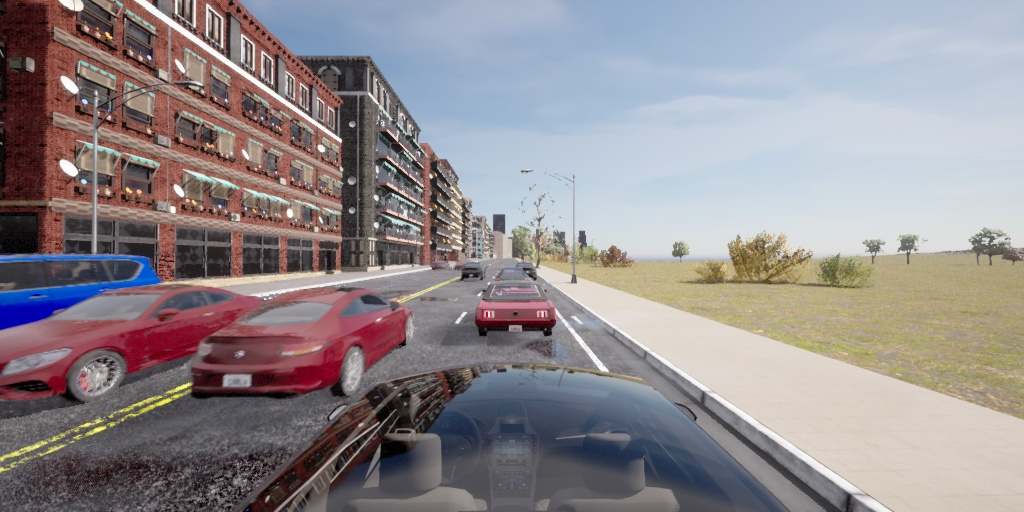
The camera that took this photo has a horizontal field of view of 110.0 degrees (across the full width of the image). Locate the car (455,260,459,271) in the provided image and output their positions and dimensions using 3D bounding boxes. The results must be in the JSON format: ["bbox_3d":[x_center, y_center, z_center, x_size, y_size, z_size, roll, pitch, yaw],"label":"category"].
[{"bbox_3d":[-6.720,1.231,49.636,1.882,1.535,5.008,0,0,0],"label":"car"}]

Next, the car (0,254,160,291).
[{"bbox_3d":[-9.864,0.972,6.781,2.150,2.045,5.566,0,0,0],"label":"car"}]

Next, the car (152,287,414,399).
[{"bbox_3d":[-3.164,1.277,6.422,1.812,1.442,4.674,0,0,0],"label":"car"}]

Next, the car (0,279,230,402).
[{"bbox_3d":[-6.612,1.276,6.511,1.812,1.442,4.674,0,0,0],"label":"car"}]

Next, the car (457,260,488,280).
[{"bbox_3d":[-3.225,1.260,30.792,1.837,1.490,4.892,0,0,0],"label":"car"}]

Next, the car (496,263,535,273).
[{"bbox_3d":[0.044,1.317,20.365,1.994,1.385,4.181,0,0,0],"label":"car"}]

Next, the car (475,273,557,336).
[{"bbox_3d":[0.079,1.352,10.335,1.895,1.301,4.718,0,0,0],"label":"car"}]

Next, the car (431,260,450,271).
[{"bbox_3d":[-9.970,1.317,50.137,1.994,1.385,4.181,0,0,0],"label":"car"}]

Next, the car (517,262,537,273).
[{"bbox_3d":[1.064,1.259,30.359,1.837,1.490,4.892,0,0,0],"label":"car"}]
